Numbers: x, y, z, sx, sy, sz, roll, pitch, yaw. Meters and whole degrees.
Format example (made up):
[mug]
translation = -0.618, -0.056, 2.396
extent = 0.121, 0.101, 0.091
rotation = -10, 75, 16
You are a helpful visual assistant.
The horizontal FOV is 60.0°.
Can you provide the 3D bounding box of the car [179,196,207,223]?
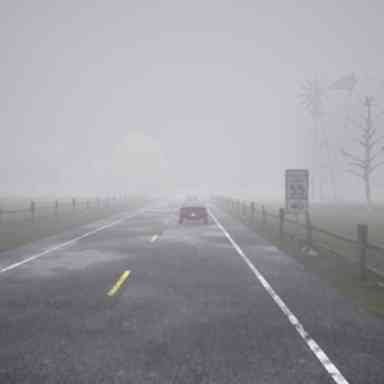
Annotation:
[car]
translation = 0.092, 1.312, 24.014
extent = 1.882, 1.535, 5.008
rotation = 0, 0, 0
